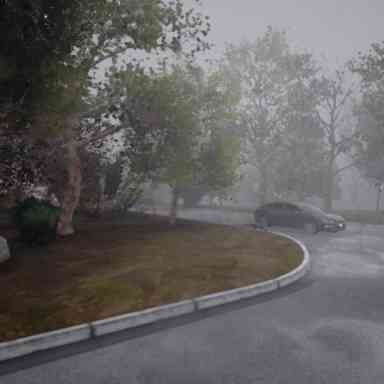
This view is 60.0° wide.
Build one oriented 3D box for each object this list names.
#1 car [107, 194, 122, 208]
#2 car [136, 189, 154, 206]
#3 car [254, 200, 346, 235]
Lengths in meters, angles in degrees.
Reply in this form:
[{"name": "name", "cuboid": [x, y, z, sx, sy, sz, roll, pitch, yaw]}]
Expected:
[{"name": "car", "cuboid": [-9.678, 0.836, 34.401, 4.892, 1.490, 1.837, 1, -3, 16]}, {"name": "car", "cuboid": [-6.723, 0.630, 36.782, 5.566, 2.045, 2.150, 1, -1, 34]}, {"name": "car", "cuboid": [5.379, 1.228, 17.119, 1.837, 1.490, 4.892, 1, 0, -36]}]
